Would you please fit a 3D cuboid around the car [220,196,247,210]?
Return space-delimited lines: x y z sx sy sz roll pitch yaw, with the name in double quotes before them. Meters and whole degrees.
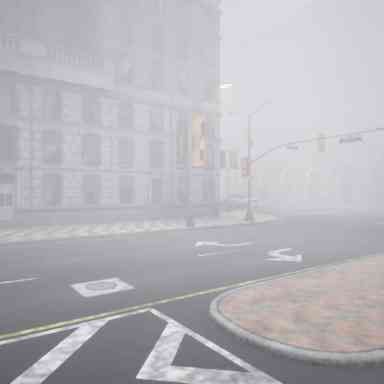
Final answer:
"car" 4.695 1.558 43.405 1.994 1.385 4.181 0 0 -36

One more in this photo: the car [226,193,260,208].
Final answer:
"car" 6.866 1.215 46.370 2.150 2.045 5.566 0 0 -37
